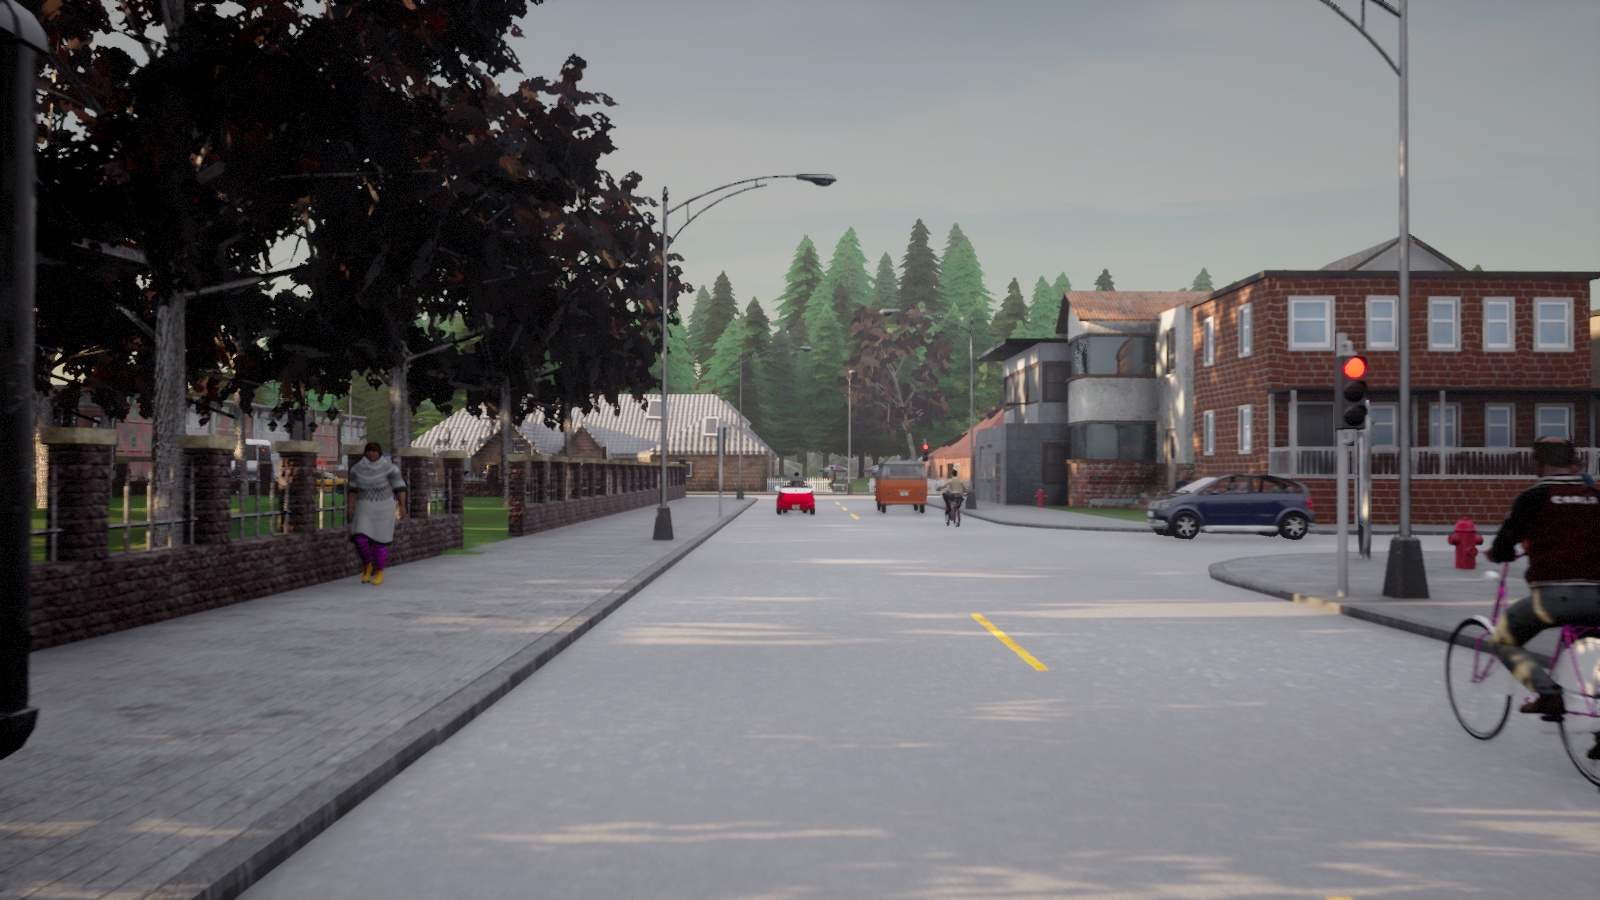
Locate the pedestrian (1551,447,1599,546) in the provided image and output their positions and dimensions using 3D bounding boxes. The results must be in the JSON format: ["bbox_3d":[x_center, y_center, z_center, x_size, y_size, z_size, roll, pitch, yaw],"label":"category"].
[{"bbox_3d":[14.549,0.860,23.540,0.706,1.836,0.354,0,-1,6],"label":"pedestrian"}]

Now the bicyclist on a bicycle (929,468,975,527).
[{"bbox_3d":[4.267,1.326,35.359,0.866,1.612,1.509,2,-1,-8],"label":"bicyclist on a bicycle"}]

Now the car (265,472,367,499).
[{"bbox_3d":[-28.859,2.125,74.994,5.366,1.575,1.801,0,-1,-2],"label":"car"}]

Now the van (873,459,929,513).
[{"bbox_3d":[3.879,1.370,48.861,1.775,1.987,4.442,0,-1,0],"label":"van"}]

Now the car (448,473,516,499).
[{"bbox_3d":[-18.951,2.161,75.036,3.633,1.501,1.845,0,-1,-2],"label":"car"}]

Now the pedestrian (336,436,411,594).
[{"bbox_3d":[-5.400,0.813,15.948,0.659,1.952,0.873,0,-1,0],"label":"pedestrian"}]

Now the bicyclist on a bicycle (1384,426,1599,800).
[{"bbox_3d":[3.976,0.785,6.895,0.659,1.776,1.843,0,-1,0],"label":"bicyclist on a bicycle"}]

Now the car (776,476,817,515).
[{"bbox_3d":[-0.152,1.639,45.928,1.481,1.376,2.207,0,-1,-1],"label":"car"}]

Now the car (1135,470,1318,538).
[{"bbox_3d":[10.061,1.252,29.819,3.705,1.549,1.789,0,-1,-1],"label":"car"}]
